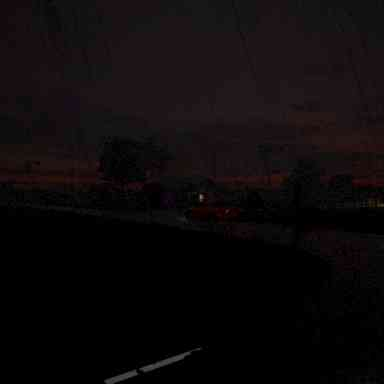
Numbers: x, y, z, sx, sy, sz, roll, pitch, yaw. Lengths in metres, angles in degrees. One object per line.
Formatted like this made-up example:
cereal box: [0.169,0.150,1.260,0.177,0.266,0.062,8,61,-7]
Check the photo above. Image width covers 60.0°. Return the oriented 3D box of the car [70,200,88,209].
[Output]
car: [-18.504,1.973,54.495,1.812,1.442,4.674,-1,0,-35]

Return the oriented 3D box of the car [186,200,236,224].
car: [1.396,1.452,26.510,2.097,1.767,4.553,-1,0,-35]
